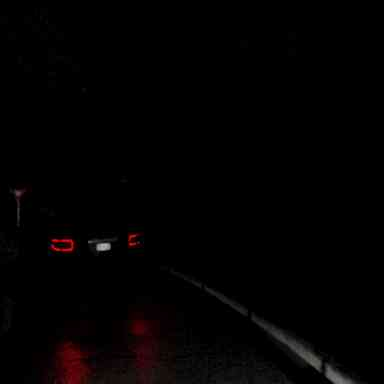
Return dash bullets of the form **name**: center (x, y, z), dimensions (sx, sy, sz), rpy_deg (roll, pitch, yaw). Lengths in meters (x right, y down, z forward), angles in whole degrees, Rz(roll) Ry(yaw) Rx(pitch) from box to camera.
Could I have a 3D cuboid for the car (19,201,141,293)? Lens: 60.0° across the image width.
- **car**: center (-3.331, 1.258, 9.325), dimensions (2.150, 2.045, 5.566), rpy_deg (0, 0, -33)
